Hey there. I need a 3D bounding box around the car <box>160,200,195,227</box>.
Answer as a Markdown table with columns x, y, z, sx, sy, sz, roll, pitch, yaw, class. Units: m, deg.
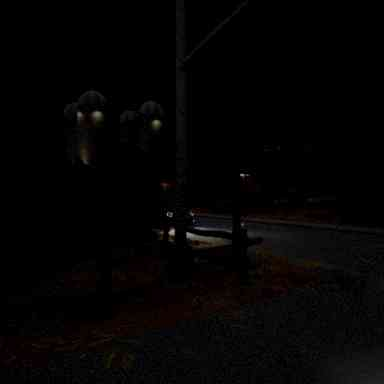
| x | y | z | sx | sy | sz | roll | pitch | yaw | class |
| --- | --- | --- | --- | --- | --- | --- | --- | --- | --- |
| -1.766 | 1.353 | 21.864 | 2.097 | 1.767 | 4.553 | 0 | 0 | -36 | car |
